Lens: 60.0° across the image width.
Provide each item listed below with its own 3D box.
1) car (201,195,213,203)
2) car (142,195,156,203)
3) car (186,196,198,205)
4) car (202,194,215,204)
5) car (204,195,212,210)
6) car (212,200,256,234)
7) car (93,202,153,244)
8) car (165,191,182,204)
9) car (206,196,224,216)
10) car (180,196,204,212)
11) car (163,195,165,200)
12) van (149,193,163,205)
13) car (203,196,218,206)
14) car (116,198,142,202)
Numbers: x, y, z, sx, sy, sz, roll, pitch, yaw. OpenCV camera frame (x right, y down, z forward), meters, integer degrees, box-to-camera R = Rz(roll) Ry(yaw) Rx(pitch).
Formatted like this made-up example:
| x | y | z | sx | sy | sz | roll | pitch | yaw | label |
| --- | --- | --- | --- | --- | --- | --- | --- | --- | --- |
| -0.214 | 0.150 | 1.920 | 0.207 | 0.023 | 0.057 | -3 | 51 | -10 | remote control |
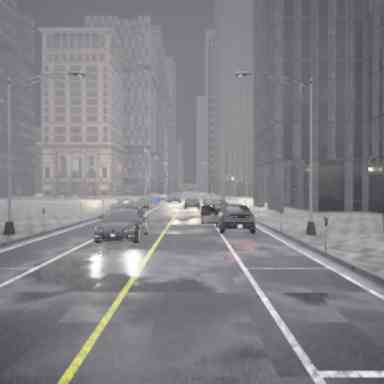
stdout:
| x | y | z | sx | sy | sz | roll | pitch | yaw | label |
| --- | --- | --- | --- | --- | --- | --- | --- | --- | --- |
| 2.749 | 1.238 | 62.107 | 2.008 | 1.369 | 4.403 | 0 | 0 | 0 | car |
| -5.772 | 1.375 | 39.542 | 1.947 | 1.339 | 4.313 | 0 | 0 | 0 | car |
| -0.009 | 1.338 | 53.244 | 1.895 | 1.301 | 4.718 | 0 | 0 | 0 | car |
| 2.750 | 1.159 | 56.466 | 1.967 | 1.590 | 4.097 | 0 | 0 | 0 | car |
| 2.752 | 1.305 | 45.355 | 1.752 | 1.417 | 4.829 | 0 | 0 | 0 | car |
| 2.352 | 1.418 | 18.718 | 1.837 | 1.490 | 4.892 | 0 | 0 | 0 | car |
| -3.103 | 1.433 | 15.428 | 1.837 | 1.490 | 4.892 | 0 | 0 | 0 | car |
| -3.010 | 0.926 | 58.176 | 2.150 | 2.045 | 5.566 | 0 | 0 | 0 | car |
| 2.754 | 1.405 | 33.903 | 1.947 | 1.339 | 4.313 | 0 | 0 | 0 | car |
| 0.026 | 1.295 | 40.516 | 2.128 | 1.511 | 4.902 | 0 | 0 | 0 | car |
| -5.777 | 1.206 | 67.746 | 2.008 | 1.369 | 4.403 | 0 | 0 | 0 | car |
| -5.775 | 1.090 | 50.822 | 1.690 | 1.788 | 3.998 | 0 | 0 | 0 | van |
| 2.751 | 1.301 | 50.825 | 2.008 | 1.369 | 4.403 | 0 | 0 | 0 | car |
| -5.771 | 1.307 | 28.258 | 1.967 | 1.590 | 4.097 | 0 | 0 | 0 | car |
